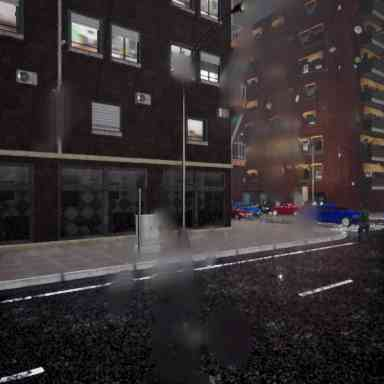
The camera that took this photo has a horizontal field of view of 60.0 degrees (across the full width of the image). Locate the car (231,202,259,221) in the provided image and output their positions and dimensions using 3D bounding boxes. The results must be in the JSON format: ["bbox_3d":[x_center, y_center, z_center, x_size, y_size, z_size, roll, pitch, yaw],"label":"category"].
[{"bbox_3d":[3.673,1.860,30.188,1.802,1.307,4.206,-1,0,-36],"label":"car"}]

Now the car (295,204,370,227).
[{"bbox_3d":[10.469,1.645,24.600,1.882,1.535,5.008,0,-1,-31],"label":"car"}]

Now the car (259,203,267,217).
[{"bbox_3d":[4.712,1.780,33.138,1.882,1.535,5.008,0,-1,-36],"label":"car"}]

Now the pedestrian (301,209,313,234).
[{"bbox_3d":[5.726,1.422,16.611,0.375,1.300,0.375,0,0,-35],"label":"pedestrian"}]

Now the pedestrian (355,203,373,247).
[{"bbox_3d":[7.073,1.294,13.690,0.375,1.860,0.375,0,0,-35],"label":"pedestrian"}]

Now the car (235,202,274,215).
[{"bbox_3d":[7.325,1.917,39.388,1.947,1.339,4.313,-1,0,-36],"label":"car"}]

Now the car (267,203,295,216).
[{"bbox_3d":[10.440,1.826,35.074,1.887,1.381,4.507,-1,0,-36],"label":"car"}]
